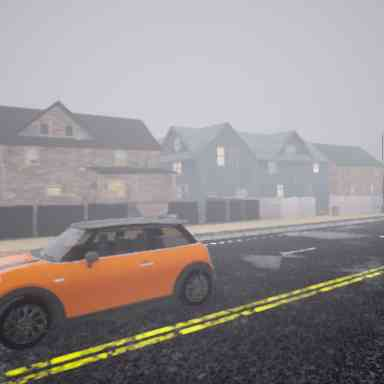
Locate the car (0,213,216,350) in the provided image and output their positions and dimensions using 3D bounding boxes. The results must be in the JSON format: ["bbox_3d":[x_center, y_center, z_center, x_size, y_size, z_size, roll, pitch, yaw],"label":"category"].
[{"bbox_3d":[-1.800,1.341,6.355,4.553,1.767,2.097,0,0,-35],"label":"car"}]
